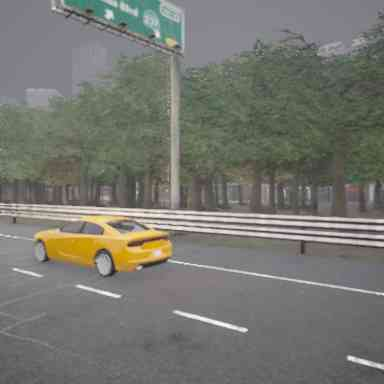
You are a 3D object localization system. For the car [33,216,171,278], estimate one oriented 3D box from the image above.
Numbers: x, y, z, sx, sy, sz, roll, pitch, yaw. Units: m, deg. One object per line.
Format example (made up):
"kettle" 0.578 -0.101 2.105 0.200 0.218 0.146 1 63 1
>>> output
"car" -2.928 1.479 10.258 5.008 1.535 1.882 0 0 35
